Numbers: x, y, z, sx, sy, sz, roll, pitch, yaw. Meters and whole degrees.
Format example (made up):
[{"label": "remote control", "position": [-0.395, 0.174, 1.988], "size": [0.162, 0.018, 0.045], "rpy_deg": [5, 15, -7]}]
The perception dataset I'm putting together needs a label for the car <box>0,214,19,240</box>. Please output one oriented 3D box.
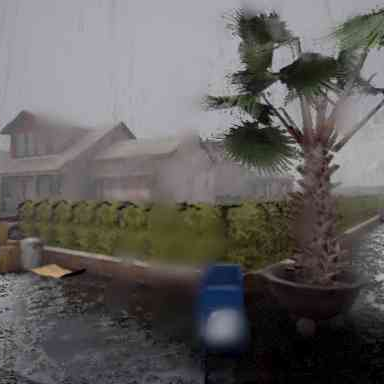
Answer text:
[{"label": "car", "position": [-6.770, 1.368, 15.314], "size": [2.033, 1.415, 5.357], "rpy_deg": [0, 0, 38]}]
